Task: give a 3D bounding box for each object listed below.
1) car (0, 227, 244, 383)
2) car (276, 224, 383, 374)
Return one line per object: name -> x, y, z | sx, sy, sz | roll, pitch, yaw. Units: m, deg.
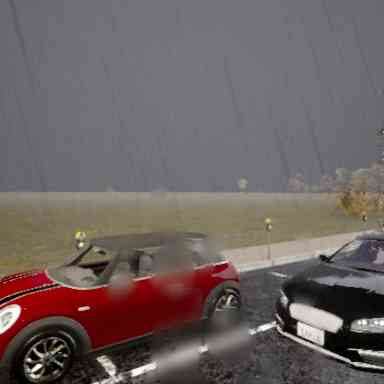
car -> -1.171, 1.437, 5.253 | 4.097, 1.590, 1.967 | 0, 1, -35
car -> 3.459, 1.479, 5.539 | 4.902, 1.511, 2.128 | 0, 0, -36
